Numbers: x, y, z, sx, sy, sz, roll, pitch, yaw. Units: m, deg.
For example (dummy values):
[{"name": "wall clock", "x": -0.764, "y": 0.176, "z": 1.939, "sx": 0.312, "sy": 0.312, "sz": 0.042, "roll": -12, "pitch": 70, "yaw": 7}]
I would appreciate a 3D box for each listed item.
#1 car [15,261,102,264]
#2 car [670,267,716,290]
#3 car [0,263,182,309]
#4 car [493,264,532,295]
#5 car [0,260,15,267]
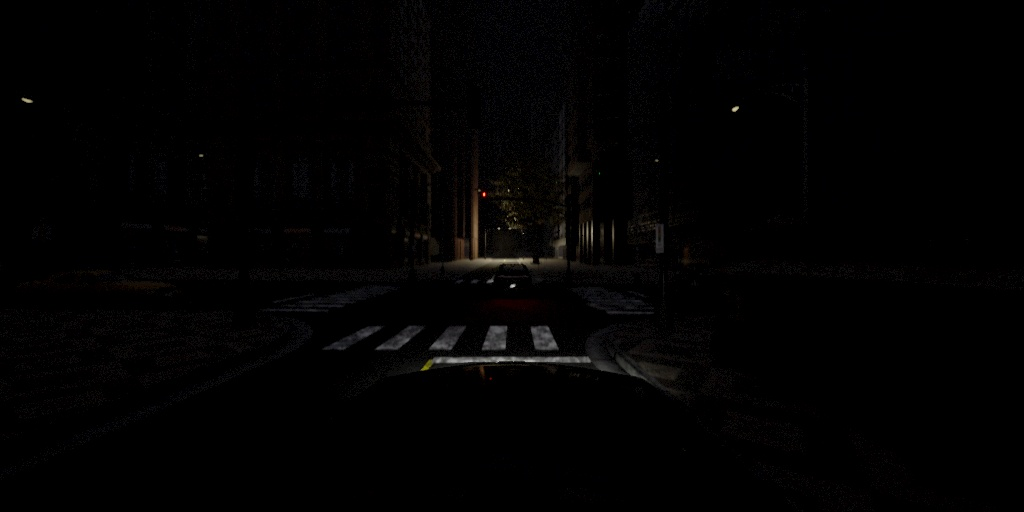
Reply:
[{"name": "car", "x": -26.370, "y": 0.979, "z": 21.671, "sx": 4.313, "sy": 1.339, "sz": 1.948, "roll": 0, "pitch": 0, "yaw": 0}, {"name": "car", "x": 11.865, "y": 1.297, "z": 21.571, "sx": 4.403, "sy": 1.370, "sz": 2.007, "roll": 0, "pitch": 0, "yaw": 0}, {"name": "car", "x": -14.972, "y": 1.097, "z": 13.116, "sx": 4.829, "sy": 1.417, "sz": 1.751, "roll": 0, "pitch": 0, "yaw": 0}, {"name": "car", "x": 0.044, "y": 1.158, "z": 19.023, "sx": 2.128, "sy": 1.511, "sz": 4.902, "roll": 0, "pitch": 0, "yaw": 0}, {"name": "car", "x": -31.987, "y": 0.888, "z": 21.685, "sx": 4.507, "sy": 1.381, "sz": 1.888, "roll": 0, "pitch": 0, "yaw": 0}]
